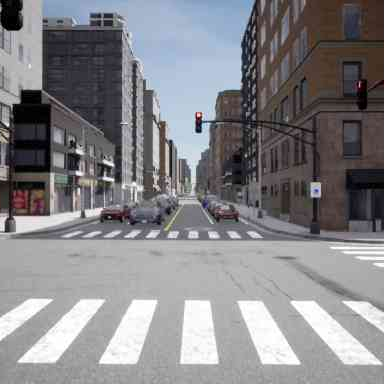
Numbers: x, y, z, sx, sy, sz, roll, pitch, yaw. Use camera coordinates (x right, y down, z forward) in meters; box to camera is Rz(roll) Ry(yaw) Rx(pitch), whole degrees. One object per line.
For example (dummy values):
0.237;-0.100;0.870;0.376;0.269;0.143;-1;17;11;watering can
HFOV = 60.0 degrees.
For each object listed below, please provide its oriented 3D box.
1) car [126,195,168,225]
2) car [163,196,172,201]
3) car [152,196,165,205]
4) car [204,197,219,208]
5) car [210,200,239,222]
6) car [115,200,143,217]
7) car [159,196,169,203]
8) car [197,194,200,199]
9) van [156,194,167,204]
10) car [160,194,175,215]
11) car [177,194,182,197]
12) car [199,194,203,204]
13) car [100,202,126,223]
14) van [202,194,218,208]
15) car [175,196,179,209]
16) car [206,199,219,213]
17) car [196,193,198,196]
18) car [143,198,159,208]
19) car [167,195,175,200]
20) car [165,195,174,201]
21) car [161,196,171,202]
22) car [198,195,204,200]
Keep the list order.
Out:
-3.138;1.358;24.076;2.097;1.767;4.553;0;0;0;car
-5.993;1.601;82.711;1.947;1.339;4.313;1;0;0;car
-5.952;1.461;60.019;1.967;1.590;4.097;1;0;0;car
2.611;1.592;37.335;1.802;1.307;4.206;1;0;0;car
2.631;1.588;25.988;1.802;1.307;4.206;1;0;0;car
-5.904;1.552;31.655;1.887;1.381;4.507;1;0;0;car
-5.973;1.610;71.365;1.802;1.307;4.206;1;0;0;car
2.552;1.594;71.374;1.947;1.339;4.313;1;0;0;car
-5.961;1.366;65.692;1.690;1.788;3.998;1;0;0;van
-3.156;1.361;33.900;2.097;1.767;4.553;0;0;0;car
-3.146;1.509;54.077;2.128;1.511;4.902;0;0;0;car
2.595;1.330;48.681;2.192;1.841;5.009;1;0;0;car
-5.894;1.551;25.982;1.887;1.381;4.507;1;0;0;car
2.604;1.353;43.008;1.690;1.788;3.998;1;0;0;van
-3.159;1.577;43.844;1.994;1.385;4.181;0;0;1;car
2.621;1.590;31.661;1.802;1.307;4.206;1;0;0;car
2.535;1.350;82.722;2.192;1.841;5.009;1;0;0;car
-5.934;1.597;48.674;1.802;1.307;4.206;1;0;0;car
-6.012;1.586;94.056;1.887;1.381;4.507;1;0;0;car
-6.003;1.604;88.384;1.947;1.339;4.313;1;0;0;car
-5.983;1.583;77.038;2.008;1.369;4.403;1;0;0;car
2.514;1.566;94.238;1.752;1.417;4.829;1;0;0;car
